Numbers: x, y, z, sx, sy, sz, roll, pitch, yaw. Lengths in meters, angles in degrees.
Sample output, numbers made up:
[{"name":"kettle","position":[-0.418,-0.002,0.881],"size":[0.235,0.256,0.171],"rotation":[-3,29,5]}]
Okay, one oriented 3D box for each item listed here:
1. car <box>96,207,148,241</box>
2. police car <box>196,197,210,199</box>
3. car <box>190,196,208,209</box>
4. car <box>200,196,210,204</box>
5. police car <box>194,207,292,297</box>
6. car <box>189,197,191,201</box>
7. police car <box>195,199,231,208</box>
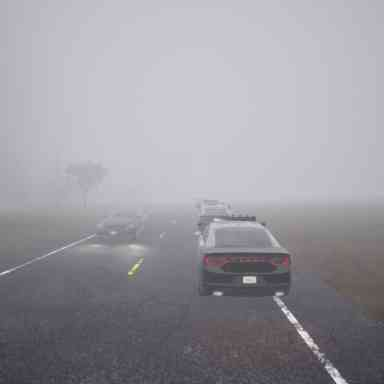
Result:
[{"name":"car","position":[-3.402,1.526,16.929],"size":[1.812,1.442,4.674],"rotation":[0,0,1]},{"name":"police car","position":[1.430,1.425,24.694],"size":[1.930,1.638,5.238],"rotation":[0,0,2]},{"name":"car","position":[1.281,1.541,45.496],"size":[2.033,1.411,5.357],"rotation":[0,0,4]},{"name":"car","position":[2.564,1.506,65.333],"size":[1.812,1.442,4.674],"rotation":[0,0,5]},{"name":"police car","position":[1.098,1.426,8.751],"size":[1.930,1.638,5.238],"rotation":[0,0,1]},{"name":"car","position":[0.359,1.532,79.520],"size":[1.994,1.385,4.181],"rotation":[0,0,6]},{"name":"police car","position":[1.270,1.426,18.716],"size":[1.930,1.638,5.238],"rotation":[0,0,1]}]
